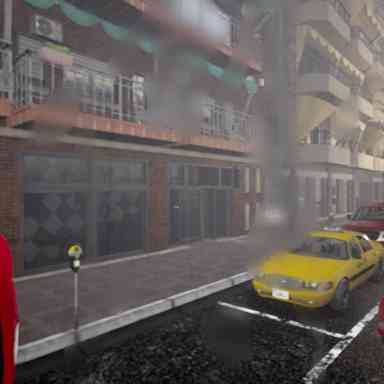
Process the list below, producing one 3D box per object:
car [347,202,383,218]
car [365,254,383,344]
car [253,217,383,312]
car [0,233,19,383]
[{"bbox_3d":[6.990,1.311,12.045,2.192,1.841,5.009,0,0,42],"label":"car"},{"bbox_3d":[4.503,1.598,5.349,1.895,1.301,4.718,0,0,42],"label":"car"},{"bbox_3d":[3.199,1.523,7.795,1.752,1.417,4.829,0,0,42],"label":"car"},{"bbox_3d":[-4.137,0.965,2.121,5.566,2.150,2.045,4,13,-19],"label":"car"}]
